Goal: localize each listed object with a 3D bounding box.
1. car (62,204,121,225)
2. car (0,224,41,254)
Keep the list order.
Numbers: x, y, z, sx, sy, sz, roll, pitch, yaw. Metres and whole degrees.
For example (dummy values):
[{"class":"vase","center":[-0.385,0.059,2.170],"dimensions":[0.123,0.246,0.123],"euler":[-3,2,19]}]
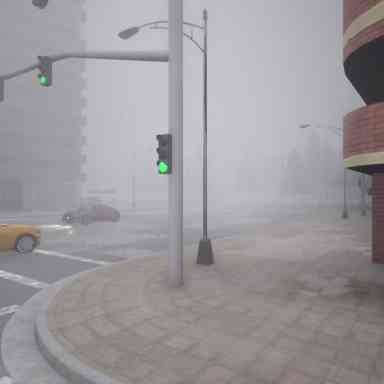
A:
[{"class":"car","center":[-7.213,1.564,24.116],"dimensions":[1.994,1.385,4.181],"euler":[0,0,36]},{"class":"car","center":[-7.670,1.477,11.194],"dimensions":[1.882,1.535,5.008],"euler":[0,0,36]}]
